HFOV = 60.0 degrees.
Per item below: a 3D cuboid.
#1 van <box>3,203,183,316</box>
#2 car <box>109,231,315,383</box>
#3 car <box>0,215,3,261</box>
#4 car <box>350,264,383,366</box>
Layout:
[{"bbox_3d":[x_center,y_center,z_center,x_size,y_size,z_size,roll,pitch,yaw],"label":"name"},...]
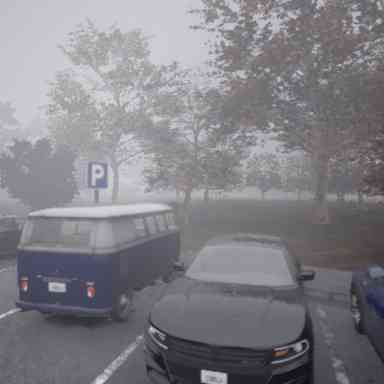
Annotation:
[{"bbox_3d":[-1.555,1.261,7.323,1.878,1.987,4.442,0,-1,15],"label":"van"},{"bbox_3d":[0.856,1.485,5.500,2.097,1.535,5.008,1,-1,15],"label":"car"},{"bbox_3d":[-6.454,1.489,10.599,2.097,1.535,5.008,1,-1,14],"label":"car"},{"bbox_3d":[3.258,1.360,3.748,2.185,1.767,4.553,0,-1,15],"label":"car"}]
